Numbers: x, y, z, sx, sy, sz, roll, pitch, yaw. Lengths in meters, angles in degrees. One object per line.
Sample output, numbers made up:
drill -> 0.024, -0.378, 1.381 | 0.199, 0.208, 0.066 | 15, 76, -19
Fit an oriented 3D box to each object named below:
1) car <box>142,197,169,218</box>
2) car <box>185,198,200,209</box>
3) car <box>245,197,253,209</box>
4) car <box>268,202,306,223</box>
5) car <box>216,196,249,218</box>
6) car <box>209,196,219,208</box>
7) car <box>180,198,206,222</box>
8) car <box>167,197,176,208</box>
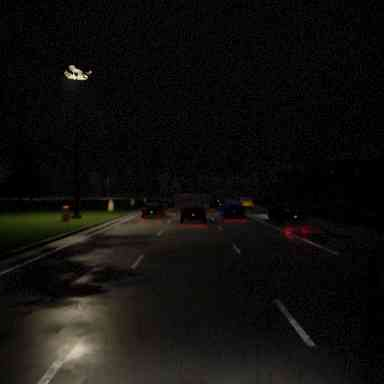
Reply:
car -> -3.409, 1.510, 30.221 | 1.812, 1.442, 4.674 | 0, 0, 0
car -> 0.089, 1.541, 45.032 | 1.994, 1.385, 4.181 | 0, 0, 0
car -> 7.093, 1.454, 45.300 | 1.882, 1.535, 5.008 | 0, 0, 0
car -> 7.097, 1.479, 25.215 | 2.128, 1.511, 4.902 | 0, 0, 0
car -> 3.558, 1.462, 30.130 | 1.882, 1.535, 5.008 | 0, 0, 0
car -> 3.560, 1.328, 46.998 | 2.097, 1.767, 4.553 | 0, 0, 0
car -> 0.091, 1.464, 26.333 | 1.882, 1.535, 5.008 | 0, 0, 0
car -> -3.445, 1.502, 47.066 | 1.812, 1.442, 4.674 | 0, 0, 0
